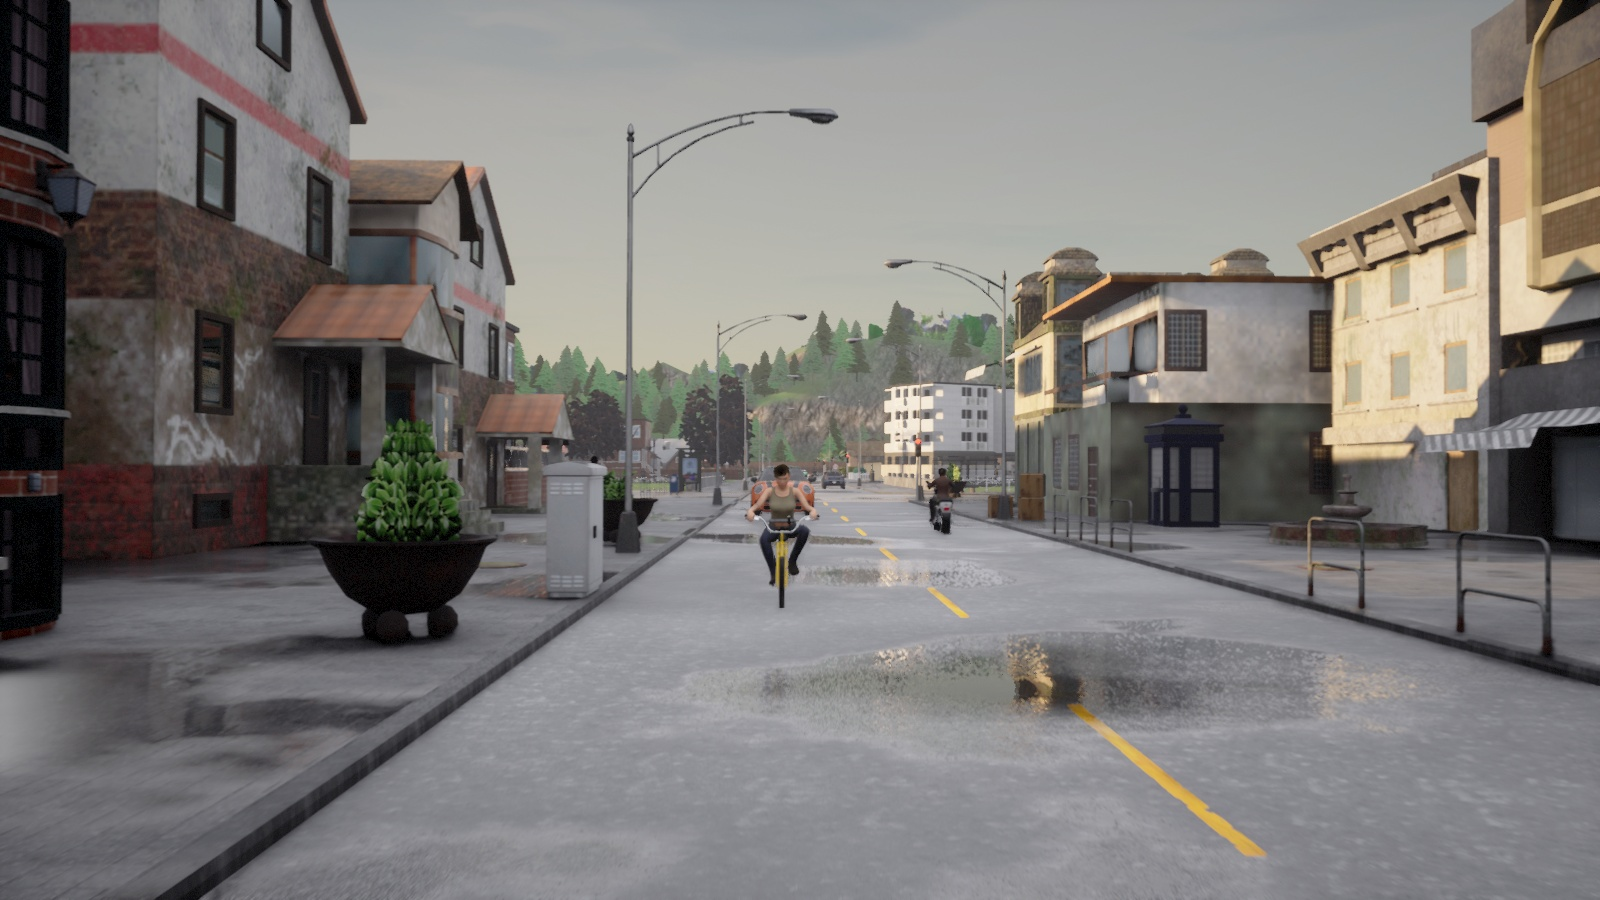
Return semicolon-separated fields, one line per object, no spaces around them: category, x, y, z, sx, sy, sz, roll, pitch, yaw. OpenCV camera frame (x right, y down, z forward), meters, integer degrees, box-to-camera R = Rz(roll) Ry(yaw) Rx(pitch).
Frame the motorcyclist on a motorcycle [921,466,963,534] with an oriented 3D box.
motorcyclist on a motorcycle;3.567;1.231;31.742;0.766;1.649;2.350;0;-1;0

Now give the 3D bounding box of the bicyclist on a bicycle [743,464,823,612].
bicyclist on a bicycle;-0.195;0.969;14.454;0.866;1.612;1.509;0;-1;0

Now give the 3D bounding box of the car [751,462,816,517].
car;-0.571;1.327;42.992;2.097;1.767;4.553;0;-1;-1
